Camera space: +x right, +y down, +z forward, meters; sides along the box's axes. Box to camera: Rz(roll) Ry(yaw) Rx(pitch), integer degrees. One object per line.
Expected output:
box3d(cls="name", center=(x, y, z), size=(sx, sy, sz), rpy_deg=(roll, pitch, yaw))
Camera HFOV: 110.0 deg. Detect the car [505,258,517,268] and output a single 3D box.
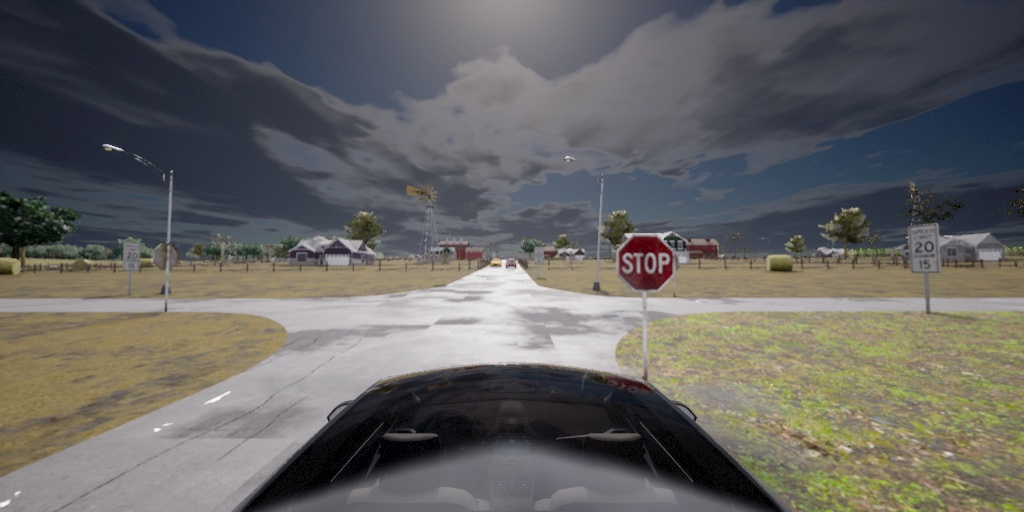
box3d(cls="car", center=(-0.154, 1.448, 61.696), size=(1.895, 1.301, 4.718), rpy_deg=(0, 0, 0))
